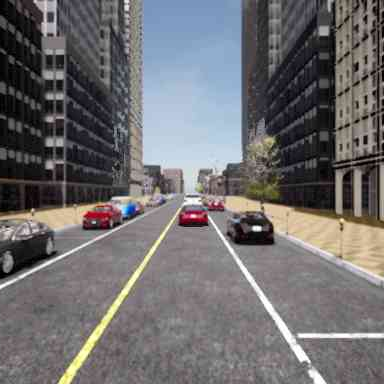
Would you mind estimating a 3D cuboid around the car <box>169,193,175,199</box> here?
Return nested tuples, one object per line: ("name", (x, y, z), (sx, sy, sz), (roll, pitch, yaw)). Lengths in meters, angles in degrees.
("car", (-5.695, 1.169, 95.443), (1.690, 1.788, 3.998), (0, 0, 0))

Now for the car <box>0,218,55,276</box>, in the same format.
("car", (-5.688, 1.537, 10.166), (2.008, 1.369, 4.403), (0, 0, 0))

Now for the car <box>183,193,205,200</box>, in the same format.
("car", (0.094, 1.161, 39.962), (2.150, 2.045, 5.566), (0, 0, 0))

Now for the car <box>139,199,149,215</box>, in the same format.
("car", (-5.691, 1.532, 32.935), (1.802, 1.307, 4.206), (0, 0, 0))

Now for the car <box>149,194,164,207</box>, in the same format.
("car", (-5.692, 1.359, 50.011), (1.967, 1.590, 4.097), (0, 0, 0))

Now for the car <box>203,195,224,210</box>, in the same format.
("car", (2.690, 1.380, 38.613), (1.967, 1.590, 4.097), (0, 0, 0))

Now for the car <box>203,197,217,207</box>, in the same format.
("car", (2.688, 1.501, 49.998), (1.802, 1.307, 4.206), (0, 0, 0))

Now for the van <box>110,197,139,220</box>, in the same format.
("van", (-5.689, 1.301, 27.243), (1.690, 1.788, 3.998), (0, 0, 0))

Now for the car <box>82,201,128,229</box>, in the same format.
("car", (-5.689, 1.514, 21.550), (1.887, 1.381, 4.507), (0, 0, 0))

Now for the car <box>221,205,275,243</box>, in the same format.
("car", (2.692, 1.543, 15.846), (1.947, 1.339, 4.313), (0, 0, 0))

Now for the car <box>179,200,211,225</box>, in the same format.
("car", (0.097, 1.529, 23.524), (1.994, 1.385, 4.181), (0, 0, 0))

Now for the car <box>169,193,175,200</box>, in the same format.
("car", (-5.695, 1.376, 83.994), (1.752, 1.417, 4.829), (0, 0, 0))

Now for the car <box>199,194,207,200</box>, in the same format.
("car", (2.686, 1.290, 84.149), (1.967, 1.590, 4.097), (0, 0, 0))

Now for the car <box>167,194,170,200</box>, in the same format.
("car", (-5.693, 1.463, 61.396), (1.947, 1.339, 4.313), (0, 0, 0))

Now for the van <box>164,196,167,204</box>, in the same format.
("van", (-5.691, 1.249, 55.704), (1.690, 1.788, 3.998), (0, 0, 0))

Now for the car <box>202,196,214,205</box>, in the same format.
("car", (2.688, 1.433, 55.860), (1.752, 1.417, 4.829), (0, 0, 0))
